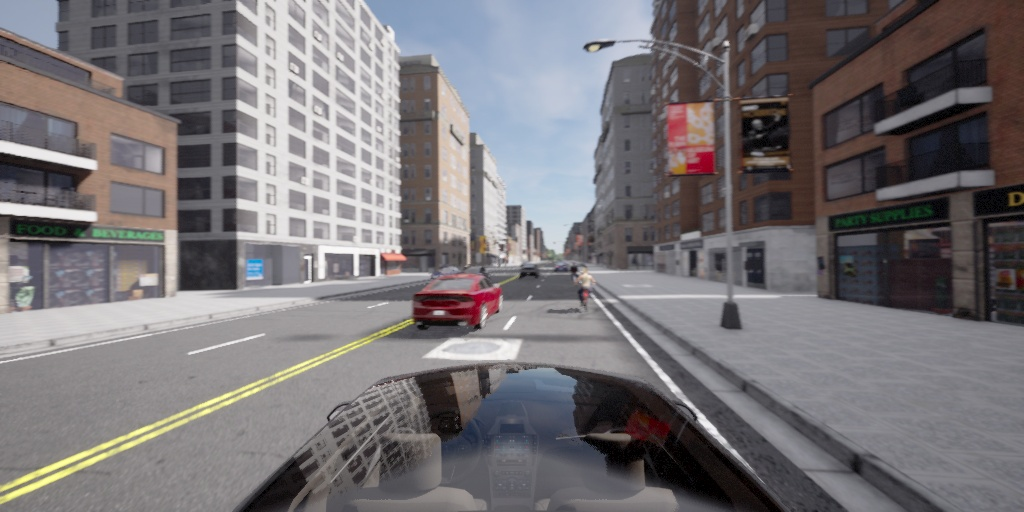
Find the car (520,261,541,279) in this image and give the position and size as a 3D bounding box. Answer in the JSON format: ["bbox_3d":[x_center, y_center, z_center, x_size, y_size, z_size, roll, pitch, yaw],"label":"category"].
[{"bbox_3d":[1.891,1.550,37.361,1.837,1.490,4.892,-1,-1,8],"label":"car"}]

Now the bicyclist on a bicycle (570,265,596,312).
[{"bbox_3d":[2.780,1.259,13.618,0.866,1.612,1.509,-1,-1,8],"label":"bicyclist on a bicycle"}]

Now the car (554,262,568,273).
[{"bbox_3d":[7.136,1.645,52.135,1.812,1.442,4.674,-1,-1,8],"label":"car"}]

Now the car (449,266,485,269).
[{"bbox_3d":[-2.945,1.518,27.203,1.837,1.490,4.892,-1,-1,8],"label":"car"}]

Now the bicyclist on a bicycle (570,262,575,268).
[{"bbox_3d":[4.272,1.274,24.669,0.659,1.776,1.843,-1,0,8],"label":"bicyclist on a bicycle"}]

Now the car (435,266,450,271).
[{"bbox_3d":[-5.657,1.609,31.439,1.812,1.442,4.674,-1,-1,8],"label":"car"}]

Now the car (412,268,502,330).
[{"bbox_3d":[-1.543,1.334,11.645,1.882,1.535,5.008,-1,-1,8],"label":"car"}]
